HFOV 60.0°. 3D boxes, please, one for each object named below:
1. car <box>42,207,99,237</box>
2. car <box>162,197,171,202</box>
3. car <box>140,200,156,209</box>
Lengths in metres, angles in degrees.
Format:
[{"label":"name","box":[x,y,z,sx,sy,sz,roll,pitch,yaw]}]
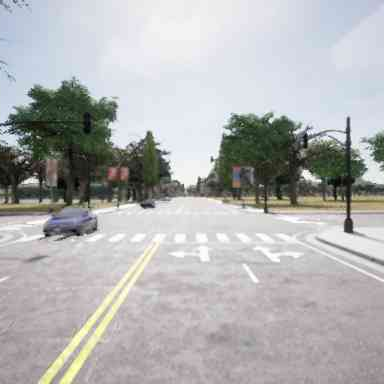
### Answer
[{"label":"car","box":[-6.503,1.580,18.397,1.812,1.442,4.674,0,0,0]},{"label":"car","box":[-6.509,1.949,85.039,1.994,1.385,4.181,0,0,0]},{"label":"car","box":[-6.505,1.784,49.610,1.895,1.301,4.718,0,0,0]}]
